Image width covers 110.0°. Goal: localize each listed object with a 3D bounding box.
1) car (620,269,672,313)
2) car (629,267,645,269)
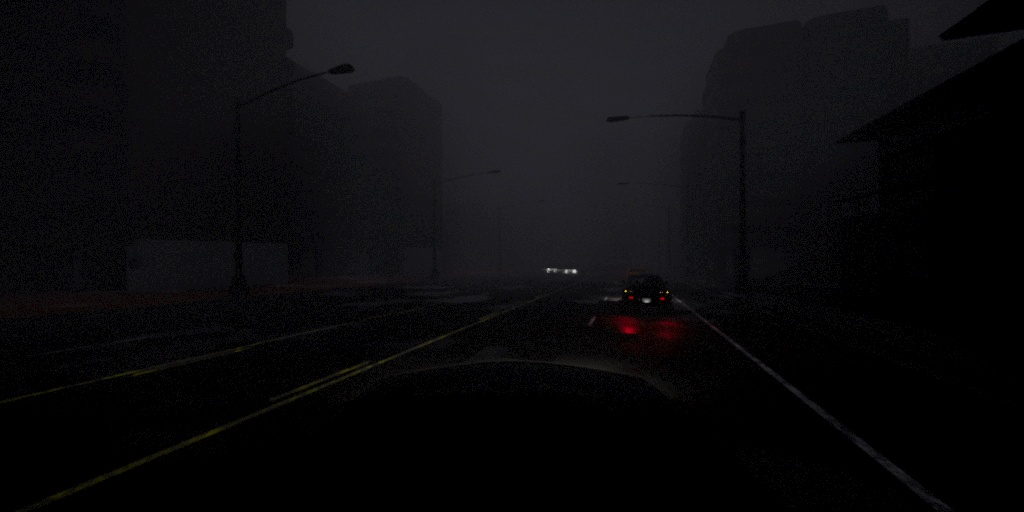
[{"bbox_3d":[5.561,1.451,15.058,1.812,1.442,4.674,0,-1,18],"label":"car"},{"bbox_3d":[10.316,1.677,29.645,1.882,1.535,5.008,0,-1,18],"label":"car"}]
